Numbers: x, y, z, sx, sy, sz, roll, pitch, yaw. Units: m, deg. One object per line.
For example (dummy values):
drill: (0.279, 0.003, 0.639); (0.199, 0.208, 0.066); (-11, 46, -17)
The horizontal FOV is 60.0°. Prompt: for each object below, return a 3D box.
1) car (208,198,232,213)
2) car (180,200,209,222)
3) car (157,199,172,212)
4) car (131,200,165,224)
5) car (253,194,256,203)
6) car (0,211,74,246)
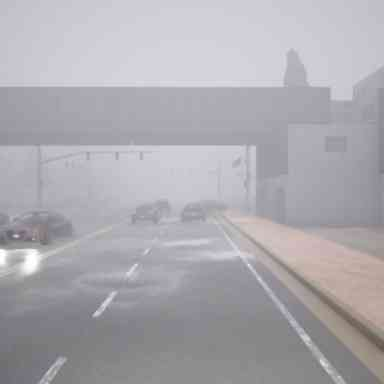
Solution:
car: (2.002, 1.602, 37.636); (2.033, 1.411, 5.357); (0, 0, 36)
car: (0.104, 1.603, 26.842); (1.994, 1.385, 4.181); (0, 0, 0)
car: (-3.572, 1.564, 40.045); (1.837, 1.490, 4.892); (0, 0, -2)
car: (-3.403, 1.562, 25.268); (1.812, 1.442, 4.674); (0, 0, 0)
car: (13.189, 1.249, 65.131); (1.932, 1.855, 4.605); (0, 0, 0)
car: (-7.066, 1.586, 15.367); (1.994, 1.385, 4.181); (0, 0, 0)
